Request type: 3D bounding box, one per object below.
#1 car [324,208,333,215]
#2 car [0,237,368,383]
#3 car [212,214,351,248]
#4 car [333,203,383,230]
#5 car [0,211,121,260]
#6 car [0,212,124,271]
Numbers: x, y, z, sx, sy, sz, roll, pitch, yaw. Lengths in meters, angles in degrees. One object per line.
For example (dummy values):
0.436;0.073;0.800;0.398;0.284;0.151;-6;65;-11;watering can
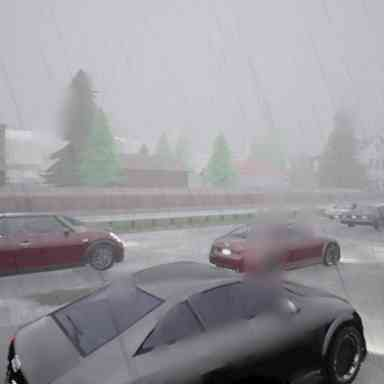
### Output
12.268;1.500;25.397;4.718;1.301;1.895;0;0;-36;car
0.194;1.555;3.888;4.181;1.385;1.994;0;0;-35;car
2.534;1.533;9.855;4.181;1.385;1.994;0;0;-35;car
11.247;1.462;20.367;5.357;1.411;2.033;0;0;-35;car
-5.156;1.550;12.968;4.181;1.385;1.994;0;0;-35;car
-4.234;1.344;9.328;4.553;1.767;2.097;0;0;-35;car
